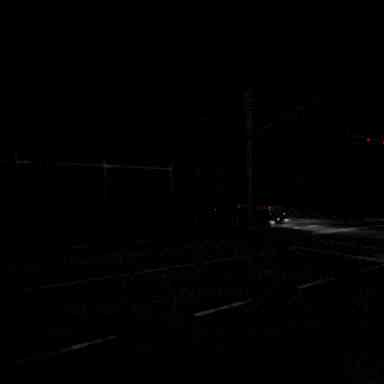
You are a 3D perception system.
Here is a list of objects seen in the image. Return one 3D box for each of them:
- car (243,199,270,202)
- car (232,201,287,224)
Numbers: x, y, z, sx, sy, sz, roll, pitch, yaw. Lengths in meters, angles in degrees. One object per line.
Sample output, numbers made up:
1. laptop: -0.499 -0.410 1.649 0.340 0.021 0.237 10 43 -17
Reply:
1. car: 6.242 1.404 30.042 2.097 1.767 4.553 0 0 -36
2. car: 4.985 1.654 25.714 1.895 1.301 4.718 0 0 -34
